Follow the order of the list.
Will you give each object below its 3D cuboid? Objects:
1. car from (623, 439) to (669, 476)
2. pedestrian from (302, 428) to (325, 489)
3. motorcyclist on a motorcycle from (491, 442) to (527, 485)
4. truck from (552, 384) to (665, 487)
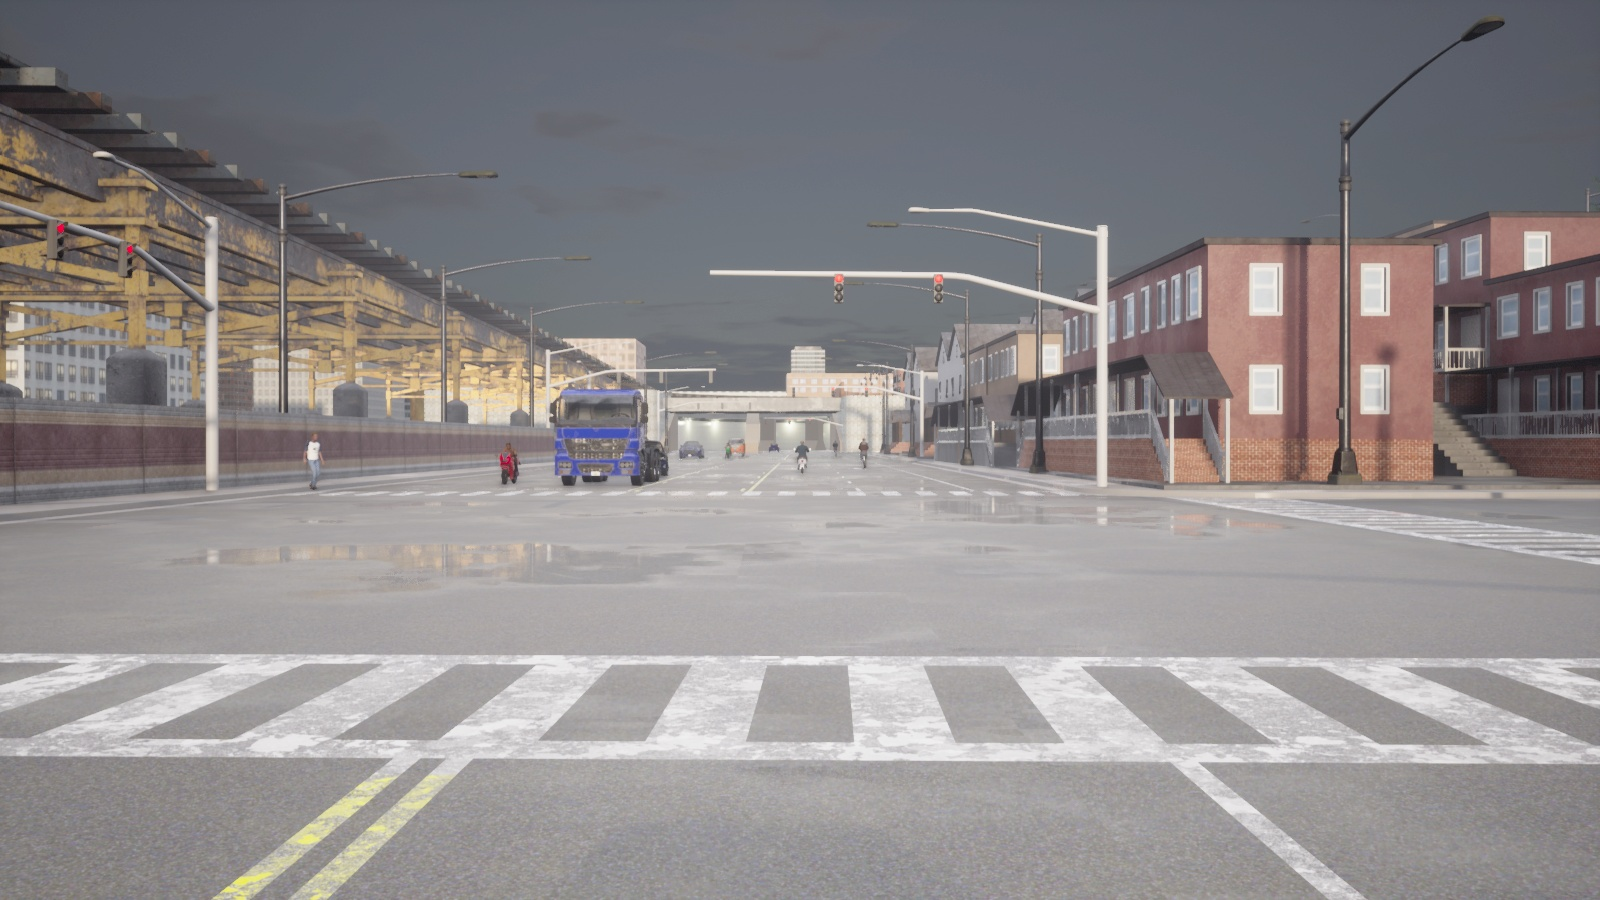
[{"bbox_3d":[-7.020,0.341,57.634,2.033,1.649,4.856,0,0,-6],"label":"car"},{"bbox_3d":[-14.958,0.260,38.598,0.706,1.836,0.354,0,0,37],"label":"pedestrian"},{"bbox_3d":[-10.412,0.462,44.989,0.797,1.523,2.044,0,0,0],"label":"motorcyclist on a motorcycle"},{"bbox_3d":[-6.849,-0.506,46.083,2.891,3.462,7.936,0,0,0],"label":"truck"}]
